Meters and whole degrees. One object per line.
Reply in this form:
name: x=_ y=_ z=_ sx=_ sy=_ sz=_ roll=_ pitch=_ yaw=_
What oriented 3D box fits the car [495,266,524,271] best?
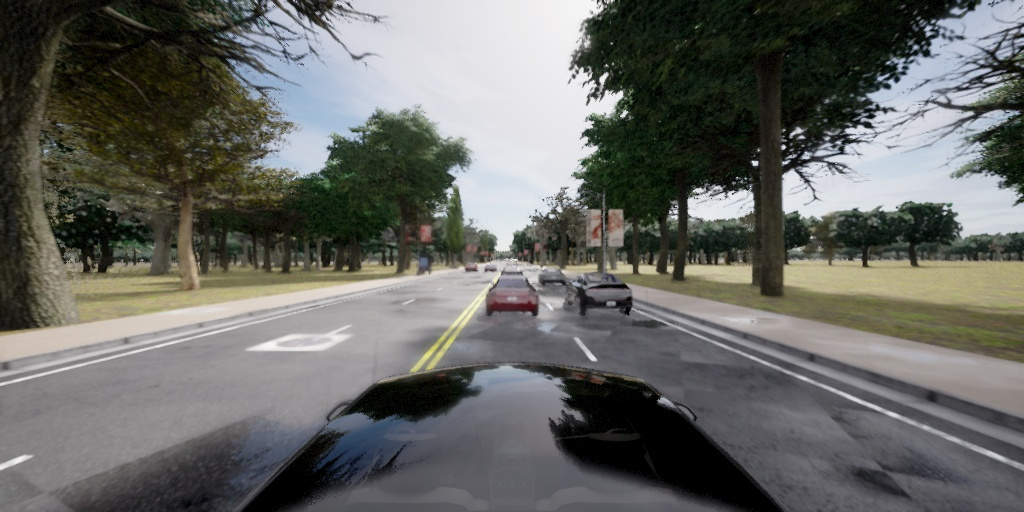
car: x=-0.001 y=1.565 z=29.253 sx=2.128 sy=1.511 sz=4.902 roll=0 pitch=-1 yaw=0

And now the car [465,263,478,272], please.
car: x=-6.739 y=1.913 z=59.925 sx=1.882 sy=1.535 sz=5.008 roll=0 pitch=-1 yaw=0

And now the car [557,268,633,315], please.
car: x=3.284 y=1.389 z=14.250 sx=2.128 sy=1.511 sz=4.902 roll=0 pitch=-1 yaw=0

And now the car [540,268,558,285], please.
car: x=3.251 y=1.641 z=29.481 sx=1.994 sy=1.385 sz=4.181 roll=0 pitch=-1 yaw=0

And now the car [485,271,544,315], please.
car: x=0.034 y=1.463 z=14.341 sx=1.994 sy=1.385 sz=4.181 roll=0 pitch=-1 yaw=1

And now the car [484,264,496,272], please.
car: x=-3.492 y=1.986 z=58.874 sx=1.994 sy=1.385 sz=4.181 roll=0 pitch=-1 yaw=0
